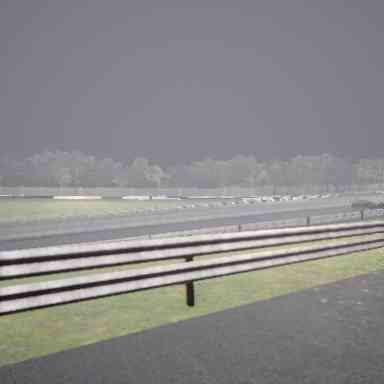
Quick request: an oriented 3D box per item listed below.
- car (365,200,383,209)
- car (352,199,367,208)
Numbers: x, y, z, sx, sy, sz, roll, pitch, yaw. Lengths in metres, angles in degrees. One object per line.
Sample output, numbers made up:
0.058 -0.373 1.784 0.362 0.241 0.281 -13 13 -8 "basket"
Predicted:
34.696 2.357 61.068 4.718 1.301 1.895 -3 2 -28 "car"
32.980 2.109 64.118 4.553 1.767 2.097 -3 2 -28 "car"
